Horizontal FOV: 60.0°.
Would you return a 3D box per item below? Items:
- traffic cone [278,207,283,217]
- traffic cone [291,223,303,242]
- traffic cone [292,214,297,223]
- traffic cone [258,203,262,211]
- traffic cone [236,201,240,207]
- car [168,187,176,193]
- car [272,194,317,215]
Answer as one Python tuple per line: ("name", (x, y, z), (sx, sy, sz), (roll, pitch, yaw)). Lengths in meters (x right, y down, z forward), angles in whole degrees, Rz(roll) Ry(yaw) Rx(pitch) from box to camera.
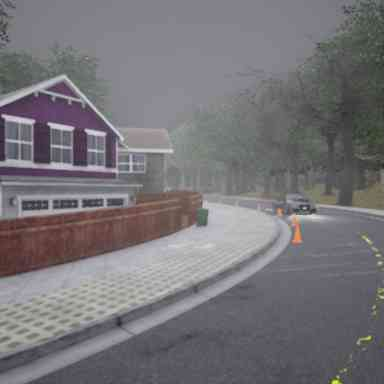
("traffic cone", (5.637, 1.271, 21.396), (0.340, 0.580, 0.340), (0, 2, 0))
("traffic cone", (3.966, 1.564, 12.491), (0.340, 0.580, 0.340), (0, 2, 21))
("traffic cone", (5.203, 1.413, 16.868), (0.340, 0.580, 0.340), (0, 2, 11))
("traffic cone", (5.252, 1.150, 25.930), (0.340, 0.580, 0.340), (0, 1, -10))
("traffic cone", (4.163, 1.050, 30.656), (0.340, 0.580, 0.340), (0, 1, -14))
("car", (-4.130, -0.272, 69.789), (2.097, 1.767, 4.553), (0, 1, -14))
("car", (7.212, 0.808, 23.697), (1.994, 1.385, 4.181), (0, 1, -5))
